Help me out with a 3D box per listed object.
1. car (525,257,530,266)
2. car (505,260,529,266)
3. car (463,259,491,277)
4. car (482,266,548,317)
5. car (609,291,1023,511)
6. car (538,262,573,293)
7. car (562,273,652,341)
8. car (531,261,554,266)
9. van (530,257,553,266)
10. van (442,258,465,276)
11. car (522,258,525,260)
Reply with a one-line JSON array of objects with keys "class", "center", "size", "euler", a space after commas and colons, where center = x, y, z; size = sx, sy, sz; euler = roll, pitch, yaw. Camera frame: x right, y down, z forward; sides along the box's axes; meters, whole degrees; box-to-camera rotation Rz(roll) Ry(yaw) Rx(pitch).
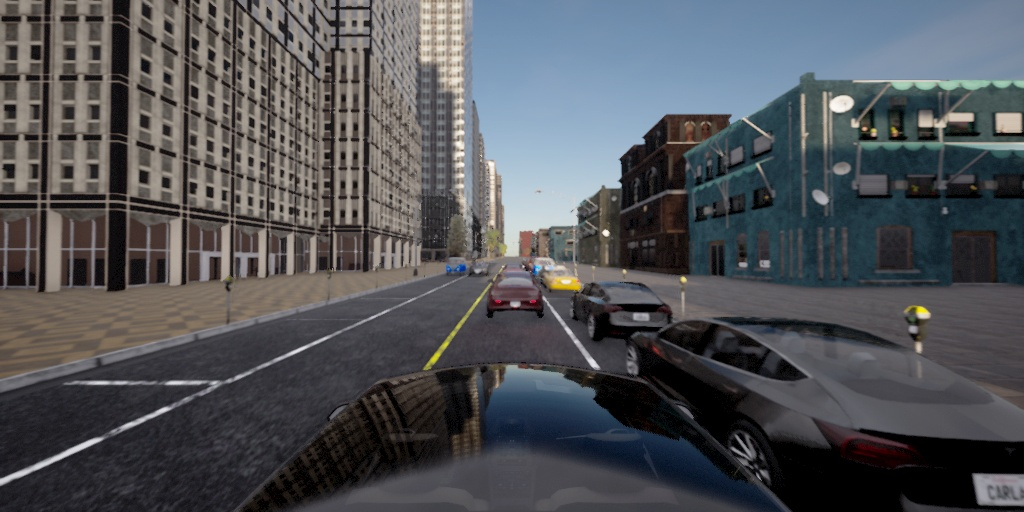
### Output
[{"class": "car", "center": [2.693, 1.139, 36.513], "size": [1.967, 1.591, 4.097], "euler": [0, 0, 0]}, {"class": "car", "center": [0.103, 1.274, 29.627], "size": [1.994, 1.385, 4.181], "euler": [0, 0, 0]}, {"class": "car", "center": [-3.088, 1.194, 34.731], "size": [2.128, 1.511, 4.902], "euler": [0, 0, 0]}, {"class": "car", "center": [0.101, 1.260, 12.993], "size": [1.812, 1.442, 4.674], "euler": [0, 0, 0]}, {"class": "car", "center": [2.691, 1.313, 4.044], "size": [1.948, 1.339, 4.313], "euler": [0, 0, 0]}, {"class": "car", "center": [2.692, 1.250, 20.249], "size": [1.751, 1.417, 4.829], "euler": [0, 0, 0]}, {"class": "car", "center": [2.692, 1.305, 9.588], "size": [1.948, 1.339, 4.313], "euler": [0, 0, 0]}, {"class": "car", "center": [2.693, 1.267, 25.558], "size": [2.007, 1.370, 4.403], "euler": [0, 0, 0]}, {"class": "van", "center": [2.693, 1.049, 31.036], "size": [1.690, 1.789, 3.998], "euler": [0, 0, 0]}, {"class": "van", "center": [-5.687, 1.040, 36.511], "size": [1.690, 1.789, 3.998], "euler": [0, 0, 0]}, {"class": "car", "center": [2.694, 1.005, 41.992], "size": [2.192, 1.841, 5.009], "euler": [0, 0, 0]}]
